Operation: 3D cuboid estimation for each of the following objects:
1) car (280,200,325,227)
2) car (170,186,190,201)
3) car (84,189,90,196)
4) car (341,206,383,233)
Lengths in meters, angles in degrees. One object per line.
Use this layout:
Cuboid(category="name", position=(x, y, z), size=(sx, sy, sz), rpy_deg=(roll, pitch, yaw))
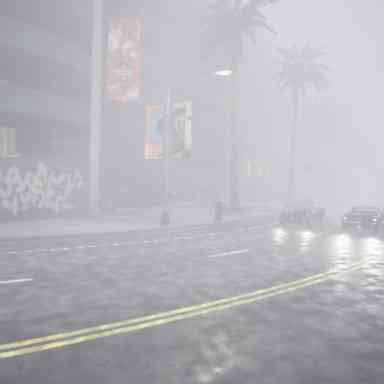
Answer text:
Cuboid(category="car", position=(7.259, 1.311, 21.552), size=(1.882, 1.535, 5.008), rpy_deg=(2, 1, 33))
Cuboid(category="car", position=(-2.342, 0.240, 47.332), size=(2.435, 2.045, 5.566), rpy_deg=(2, 1, 30))
Cuboid(category="car", position=(-18.807, 0.154, 55.816), size=(1.895, 1.301, 4.718), rpy_deg=(2, 1, 30))
Cuboid(category="car", position=(10.142, 1.533, 19.593), size=(1.895, 1.301, 4.718), rpy_deg=(2, 1, 33))
